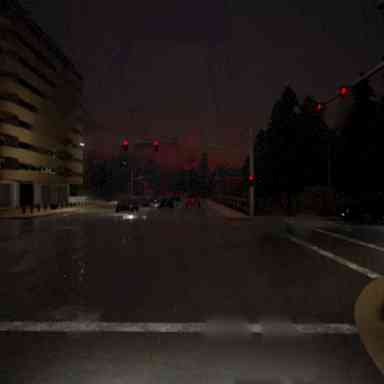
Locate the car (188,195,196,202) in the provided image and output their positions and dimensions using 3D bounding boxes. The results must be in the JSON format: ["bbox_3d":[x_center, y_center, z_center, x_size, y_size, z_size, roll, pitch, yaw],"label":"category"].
[{"bbox_3d":[-0.048,1.437,76.345,1.812,1.442,4.674,0,0,0],"label":"car"}]

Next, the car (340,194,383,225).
[{"bbox_3d":[13.020,1.134,22.462,5.566,2.045,2.150,-1,0,2],"label":"car"}]

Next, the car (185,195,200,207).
[{"bbox_3d":[0.069,1.293,51.015,2.097,1.767,4.553,0,0,0],"label":"car"}]

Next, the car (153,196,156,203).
[{"bbox_3d":[-7.094,1.433,60.791,1.837,1.490,4.892,0,1,0],"label":"car"}]

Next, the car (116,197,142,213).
[{"bbox_3d":[-7.111,1.435,36.862,1.882,1.535,5.008,0,0,0],"label":"car"}]

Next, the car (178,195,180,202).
[{"bbox_3d":[-3.521,1.396,71.255,1.882,1.535,5.008,0,0,0],"label":"car"}]

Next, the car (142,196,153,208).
[{"bbox_3d":[-7.114,1.471,47.168,1.812,1.442,4.674,0,0,0],"label":"car"}]

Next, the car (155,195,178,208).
[{"bbox_3d":[-3.429,1.495,45.765,2.033,1.411,5.357,0,0,0],"label":"car"}]
